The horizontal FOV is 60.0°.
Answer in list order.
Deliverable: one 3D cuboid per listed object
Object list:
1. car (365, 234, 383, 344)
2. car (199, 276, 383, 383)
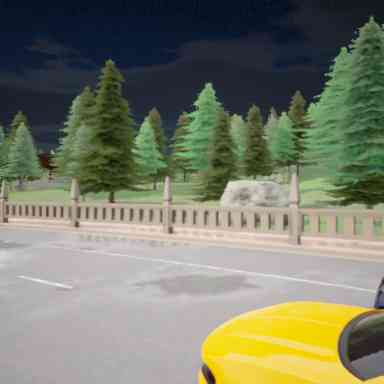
[{"bbox_3d":[4.888,1.541,4.601,4.181,1.385,1.994,0,0,36],"label":"car"},{"bbox_3d":[2.339,1.466,2.160,5.008,1.535,1.882,0,0,36],"label":"car"}]
